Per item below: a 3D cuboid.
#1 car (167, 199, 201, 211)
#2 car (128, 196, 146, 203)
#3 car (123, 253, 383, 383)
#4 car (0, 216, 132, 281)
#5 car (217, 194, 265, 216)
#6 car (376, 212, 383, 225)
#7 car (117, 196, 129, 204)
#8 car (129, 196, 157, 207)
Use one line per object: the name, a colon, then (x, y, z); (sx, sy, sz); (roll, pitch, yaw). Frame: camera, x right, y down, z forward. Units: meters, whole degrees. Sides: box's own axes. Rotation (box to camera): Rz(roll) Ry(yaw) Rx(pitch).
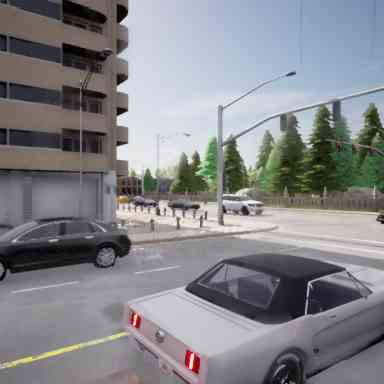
car: (-1.136, 1.603, 42.699); (2.033, 1.411, 5.357); (0, 0, -36)
car: (-11.592, 1.581, 69.539); (1.812, 1.442, 4.674); (0, 0, -36)
car: (1.537, 1.601, 4.875); (4.718, 1.301, 1.895); (0, 0, -35)
car: (-4.159, 1.505, 9.621); (4.892, 1.490, 1.837); (0, 0, -35)
car: (4.931, 1.278, 34.273); (2.150, 2.045, 5.566); (0, 0, -36)
car: (15.031, 1.575, 23.264); (5.357, 1.411, 2.033); (0, 0, -35)
car: (-14.208, 1.533, 67.189); (1.882, 1.535, 5.008); (0, 0, -36)
car: (-7.268, 1.603, 51.256); (2.033, 1.411, 5.357); (0, 0, -36)
